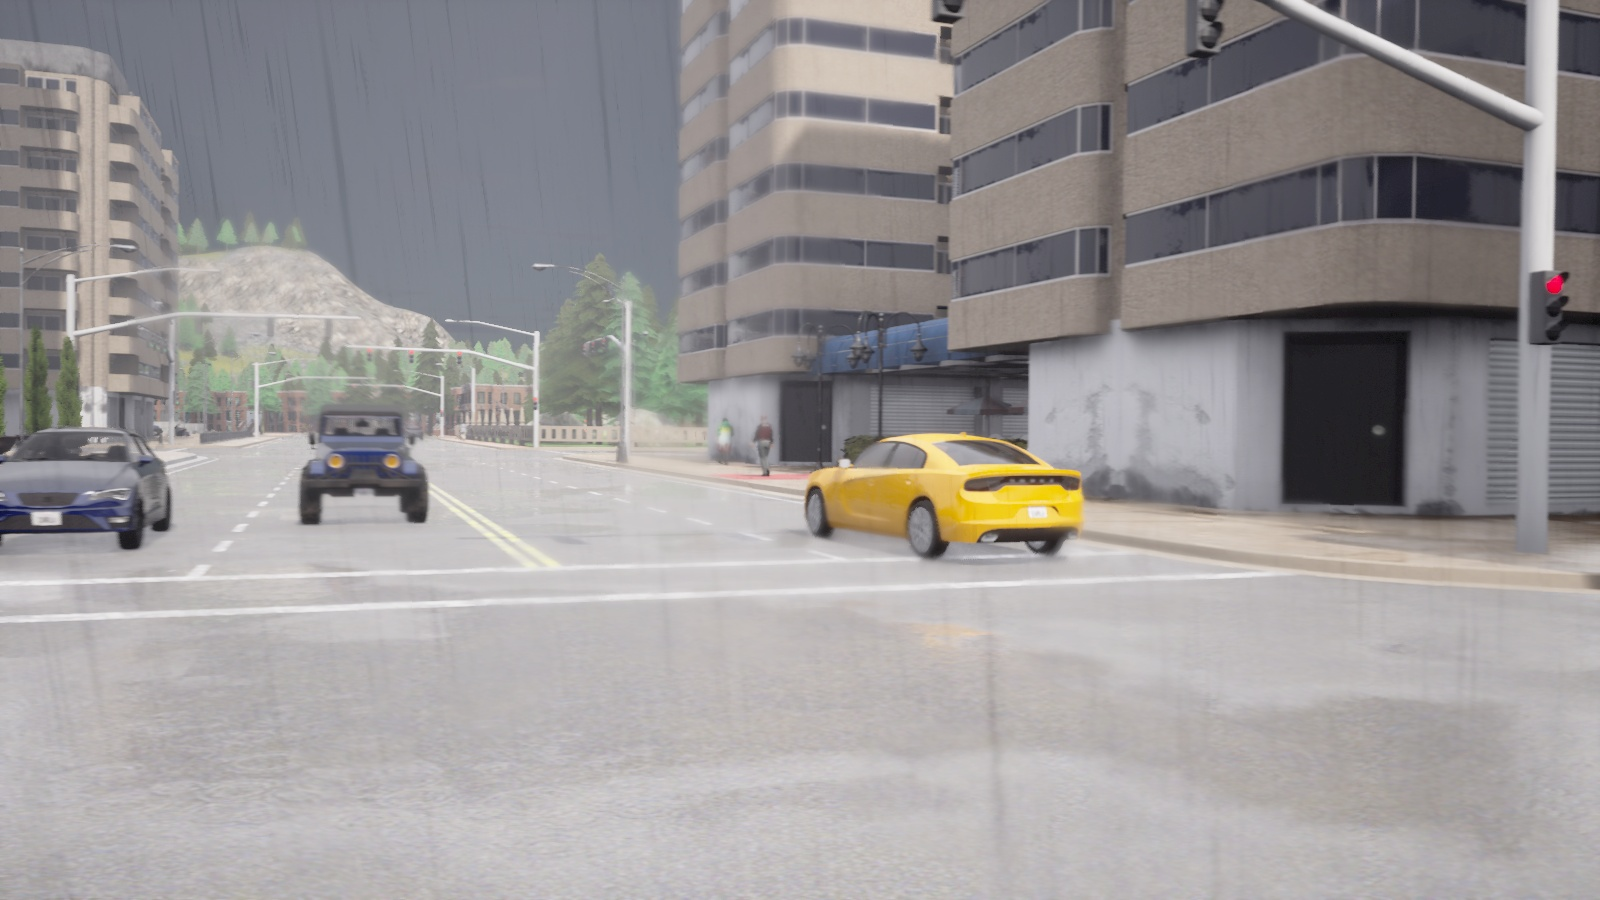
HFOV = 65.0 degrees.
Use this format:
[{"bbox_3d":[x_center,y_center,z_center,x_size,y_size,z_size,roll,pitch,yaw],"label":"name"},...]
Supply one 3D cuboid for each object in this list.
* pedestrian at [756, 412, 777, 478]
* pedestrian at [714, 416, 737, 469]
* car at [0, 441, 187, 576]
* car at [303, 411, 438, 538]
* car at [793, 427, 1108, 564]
[{"bbox_3d":[-0.961,-0.149,36.025,0.376,1.854,0.720,-1,1,-20],"label":"pedestrian"},{"bbox_3d":[-2.808,-0.287,47.542,0.659,1.952,0.873,-1,1,-18],"label":"pedestrian"},{"bbox_3d":[-9.206,0.646,16.276,1.816,1.474,4.193,-1,1,-20],"label":"car"},{"bbox_3d":[-7.154,0.333,20.818,1.905,1.878,3.866,-1,1,-20],"label":"car"},{"bbox_3d":[1.781,0.482,16.851,1.882,1.535,5.008,-1,1,-24],"label":"car"}]
